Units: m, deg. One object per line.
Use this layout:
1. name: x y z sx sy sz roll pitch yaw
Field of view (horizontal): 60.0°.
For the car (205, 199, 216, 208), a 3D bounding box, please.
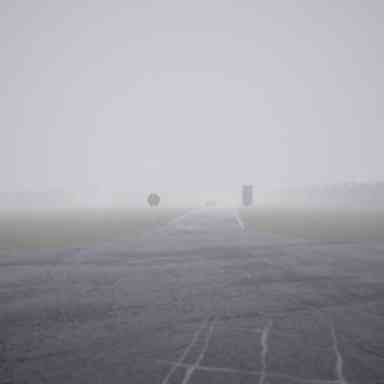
1. car: 3.384 1.951 59.770 2.033 1.411 5.357 0 -1 7
